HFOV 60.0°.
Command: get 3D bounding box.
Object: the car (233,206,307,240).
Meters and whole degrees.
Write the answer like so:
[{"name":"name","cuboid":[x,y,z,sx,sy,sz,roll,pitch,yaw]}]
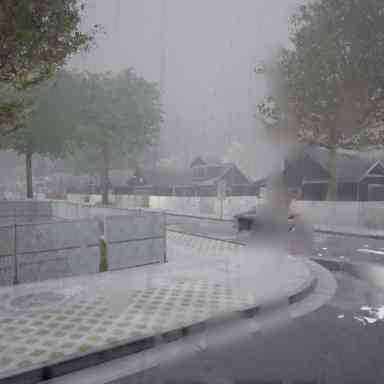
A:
[{"name":"car","cuboid":[3.729,1.451,16.861,2.128,1.511,4.902,0,0,-19]}]
